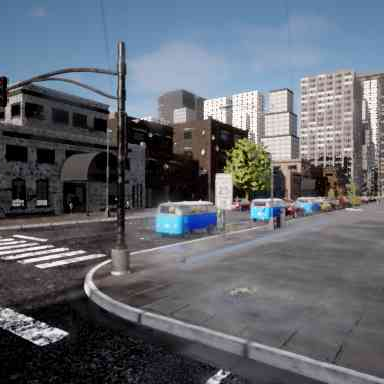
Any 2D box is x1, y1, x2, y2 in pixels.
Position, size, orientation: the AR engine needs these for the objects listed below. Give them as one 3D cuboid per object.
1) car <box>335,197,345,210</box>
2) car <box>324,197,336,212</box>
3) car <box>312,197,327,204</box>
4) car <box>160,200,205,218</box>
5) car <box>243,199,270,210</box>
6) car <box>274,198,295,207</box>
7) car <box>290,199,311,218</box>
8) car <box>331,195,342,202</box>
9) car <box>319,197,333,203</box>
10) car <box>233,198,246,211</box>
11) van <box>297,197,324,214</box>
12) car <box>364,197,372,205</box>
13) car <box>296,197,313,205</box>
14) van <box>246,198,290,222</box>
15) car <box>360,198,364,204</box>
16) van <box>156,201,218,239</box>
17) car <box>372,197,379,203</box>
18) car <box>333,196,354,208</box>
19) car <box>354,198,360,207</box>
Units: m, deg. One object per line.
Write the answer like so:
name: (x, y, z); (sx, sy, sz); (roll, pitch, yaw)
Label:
car: (18.822, 1.729, 44.818); (1.947, 1.339, 4.313); (0, 0, 35)
car: (15.755, 1.671, 40.433); (1.752, 1.417, 4.829); (0, 0, 35)
car: (27.688, 1.729, 72.122); (1.752, 1.417, 4.829); (0, 0, 35)
car: (-0.790, 1.558, 31.396); (1.752, 1.417, 4.829); (0, 0, 35)
car: (8.800, 1.629, 45.111); (1.887, 1.381, 4.507); (0, 0, 35)
car: (15.129, 1.666, 54.161); (1.887, 1.381, 4.507); (0, 0, 35)
car: (9.328, 1.655, 31.243); (1.887, 1.381, 4.507); (0, 0, 35)
car: (37.279, 1.713, 85.836); (1.967, 1.590, 4.097); (0, 0, 35)
car: (30.950, 1.792, 76.786); (1.947, 1.339, 4.313); (0, 0, 35)
car: (5.637, 1.507, 40.587); (1.967, 1.590, 4.097); (0, 0, 35)
van: (12.494, 1.469, 35.768); (1.690, 1.788, 3.998); (0, 0, 35)
car: (34.644, 1.810, 67.444); (1.887, 1.381, 4.507); (0, 0, 35)
car: (21.458, 1.706, 63.211); (1.887, 1.381, 4.507); (0, 0, 35)
van: (6.165, 1.436, 26.718); (1.690, 1.788, 3.998); (0, 0, 35)
car: (28.413, 1.748, 58.534); (1.752, 1.417, 4.829); (0, 0, 35)
van: (-0.163, 1.407, 17.668); (1.690, 1.788, 3.998); (0, 0, 35)
car: (44.137, 1.900, 81.020); (1.947, 1.339, 4.313); (0, 0, 35)
car: (21.988, 1.497, 49.345); (2.192, 1.841, 5.009); (0, 0, 35)
car: (25.152, 1.517, 53.870); (2.192, 1.841, 5.009); (0, 0, 35)
